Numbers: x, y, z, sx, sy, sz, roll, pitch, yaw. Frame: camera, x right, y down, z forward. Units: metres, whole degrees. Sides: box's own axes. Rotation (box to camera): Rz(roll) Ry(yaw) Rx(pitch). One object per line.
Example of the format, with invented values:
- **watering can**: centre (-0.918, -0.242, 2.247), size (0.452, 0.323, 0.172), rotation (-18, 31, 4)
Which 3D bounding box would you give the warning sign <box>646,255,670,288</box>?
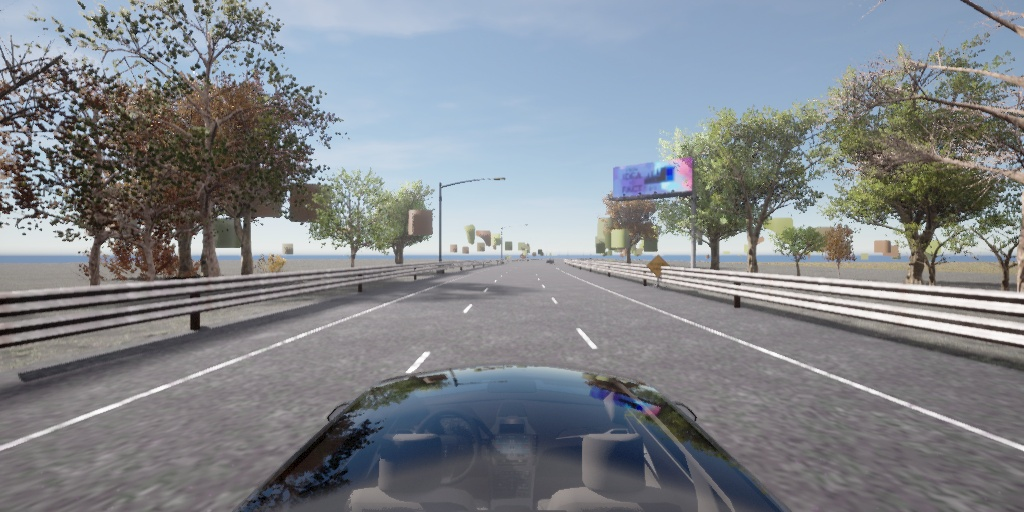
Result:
- **warning sign**: centre (8.279, 0.855, 20.356), size (1.300, 1.860, 1.060), rotation (0, 0, 1)
